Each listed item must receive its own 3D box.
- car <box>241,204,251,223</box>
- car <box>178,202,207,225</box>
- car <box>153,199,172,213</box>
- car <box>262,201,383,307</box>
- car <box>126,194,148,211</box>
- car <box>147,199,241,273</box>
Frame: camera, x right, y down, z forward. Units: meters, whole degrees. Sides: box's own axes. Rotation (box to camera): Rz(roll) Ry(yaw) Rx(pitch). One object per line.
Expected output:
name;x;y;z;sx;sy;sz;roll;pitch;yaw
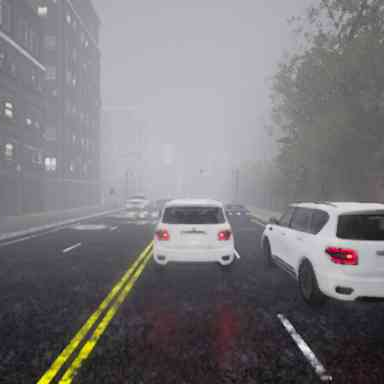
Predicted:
car;3.295;1.573;25.814;2.033;1.411;5.357;0;0;0
car;0.046;1.573;25.794;2.033;1.411;5.357;0;0;0
car;-3.374;1.568;38.482;1.812;1.442;4.674;0;0;0
car;3.289;1.231;8.125;2.150;2.045;5.566;0;0;-1
car;-6.622;1.270;41.361;2.150;2.045;5.566;0;0;0
car;0.057;1.232;10.828;2.150;2.045;5.566;0;0;0
